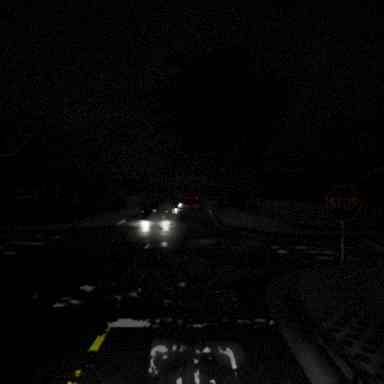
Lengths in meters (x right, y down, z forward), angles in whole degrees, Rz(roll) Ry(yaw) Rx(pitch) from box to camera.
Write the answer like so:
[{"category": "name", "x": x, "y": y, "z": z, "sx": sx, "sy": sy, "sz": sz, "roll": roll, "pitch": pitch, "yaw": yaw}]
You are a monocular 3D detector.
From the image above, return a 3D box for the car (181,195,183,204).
[{"category": "car", "x": -2.562, "y": 1.340, "z": 61.205, "sx": 2.128, "sy": 1.511, "sz": 4.902, "roll": 0, "pitch": 0, "yaw": 4}]

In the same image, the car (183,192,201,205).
[{"category": "car", "x": 0.013, "y": 1.064, "z": 56.875, "sx": 2.150, "sy": 2.045, "sz": 5.566, "roll": 0, "pitch": 0, "yaw": 1}]

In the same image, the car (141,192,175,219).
[{"category": "car", "x": -2.843, "y": 1.063, "z": 27.944, "sx": 2.150, "sy": 2.045, "sz": 5.566, "roll": 0, "pitch": 0, "yaw": 0}]

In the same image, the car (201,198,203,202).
[{"category": "car", "x": 0.917, "y": 1.433, "z": 67.440, "sx": 1.994, "sy": 1.385, "sz": 4.181, "roll": 0, "pitch": 0, "yaw": 13}]

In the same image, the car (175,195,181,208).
[{"category": "car", "x": -2.830, "y": 1.319, "z": 43.948, "sx": 1.882, "sy": 1.535, "sz": 5.008, "roll": 0, "pitch": 0, "yaw": 0}]
